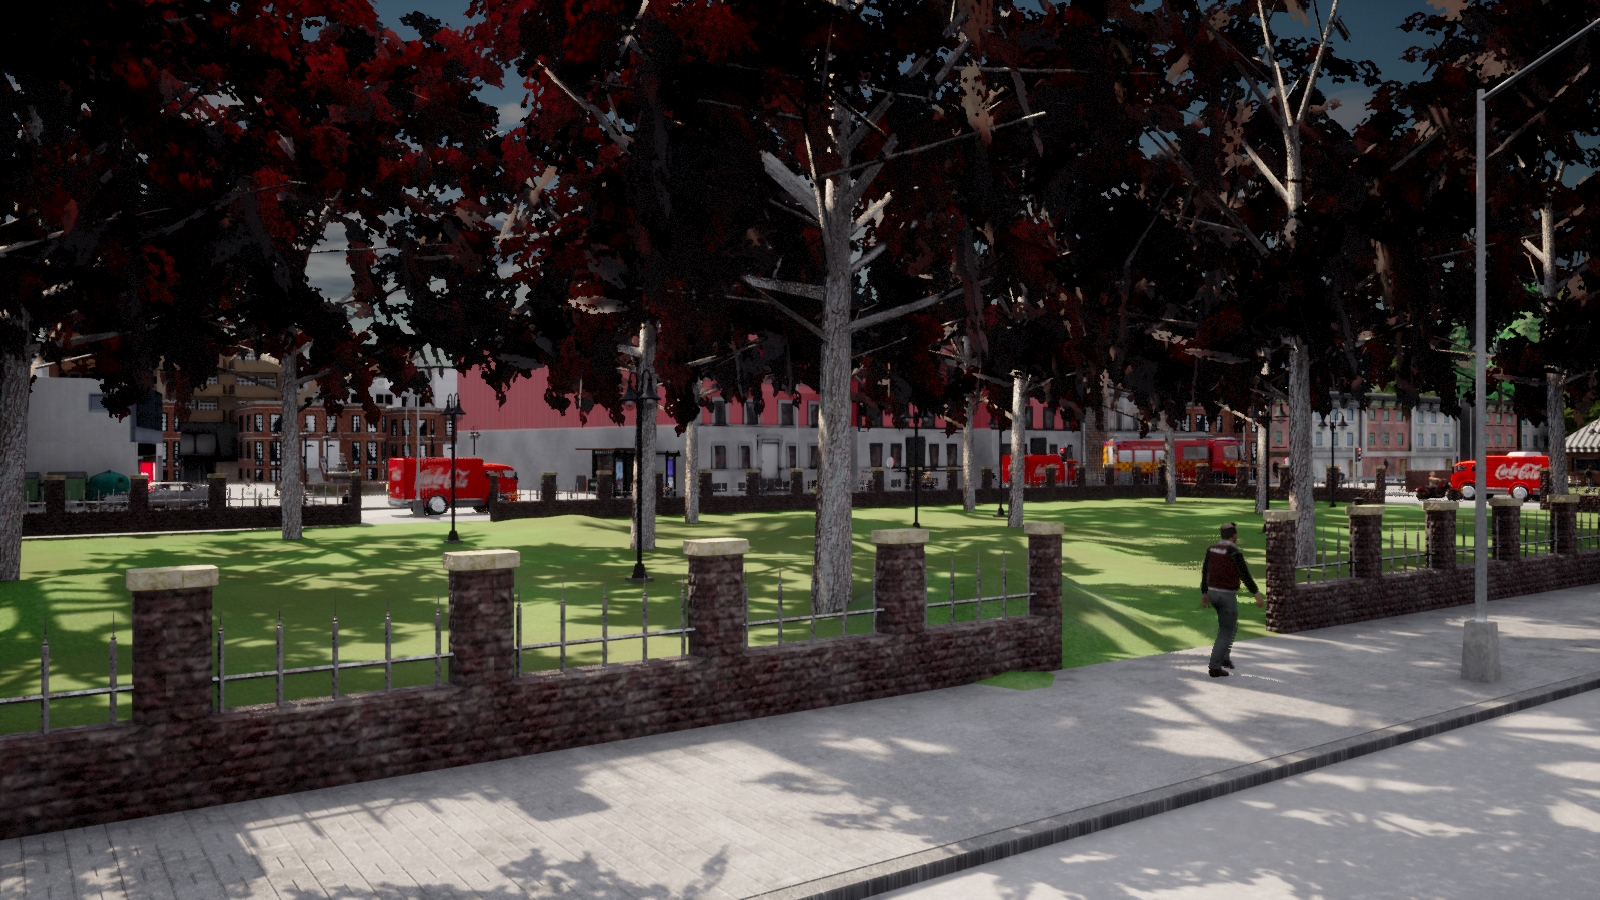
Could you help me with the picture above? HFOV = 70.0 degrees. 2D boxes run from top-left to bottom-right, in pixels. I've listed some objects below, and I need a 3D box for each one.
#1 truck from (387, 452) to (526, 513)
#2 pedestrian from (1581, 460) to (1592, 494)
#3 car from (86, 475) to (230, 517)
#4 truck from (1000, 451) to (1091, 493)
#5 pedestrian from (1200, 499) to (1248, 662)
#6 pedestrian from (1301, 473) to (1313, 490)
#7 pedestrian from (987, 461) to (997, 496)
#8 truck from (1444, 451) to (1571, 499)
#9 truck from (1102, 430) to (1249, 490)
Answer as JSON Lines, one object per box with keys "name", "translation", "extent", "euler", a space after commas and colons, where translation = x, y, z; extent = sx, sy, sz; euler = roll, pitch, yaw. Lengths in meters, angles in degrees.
{"name": "truck", "translation": [-14.812, 1.340, 49.322], "extent": [5.204, 2.467, 2.627], "euler": [0, 0, -35]}
{"name": "pedestrian", "translation": [43.566, 1.495, 63.270], "extent": [0.375, 1.860, 0.375], "euler": [0, 0, -29]}
{"name": "car", "translation": [-26.013, 1.825, 46.349], "extent": [4.902, 1.511, 2.128], "euler": [0, 0, -35]}
{"name": "truck", "translation": [15.114, 1.328, 70.282], "extent": [5.204, 2.467, 2.627], "euler": [0, 0, -35]}
{"name": "pedestrian", "translation": [4.987, 1.518, 13.450], "extent": [0.375, 1.860, 0.375], "euler": [0, 0, -24]}
{"name": "pedestrian", "translation": [31.903, 1.981, 71.891], "extent": [0.500, 1.100, 0.500], "euler": [0, 0, -32]}
{"name": "pedestrian", "translation": [10.251, 1.507, 61.038], "extent": [0.375, 1.860, 0.375], "euler": [0, 0, -33]}
{"name": "truck", "translation": [38.239, 1.318, 61.891], "extent": [2.627, 2.467, 5.204], "euler": [0, 0, -35]}
{"name": "truck", "translation": [24.101, 0.645, 73.544], "extent": [8.468, 3.827, 2.891], "euler": [0, 0, -2]}
